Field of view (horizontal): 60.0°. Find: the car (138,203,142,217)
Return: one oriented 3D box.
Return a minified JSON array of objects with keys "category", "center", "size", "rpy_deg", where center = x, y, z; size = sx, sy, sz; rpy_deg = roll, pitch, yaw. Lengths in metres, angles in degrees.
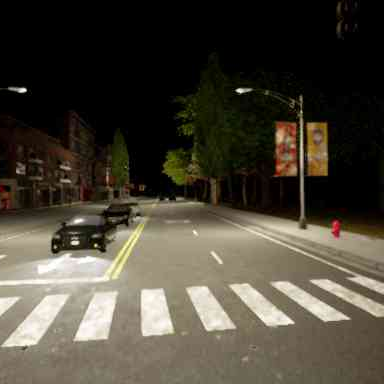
[{"category":"car","center":[-6.189,1.716,34.179],"size":[1.812,1.442,4.674],"rpy_deg":[-1,0,-5]}]

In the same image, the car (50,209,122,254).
[{"category":"car","center":[-4.345,1.641,13.904],"size":[1.994,1.385,4.181],"rpy_deg":[-1,0,-5]}]

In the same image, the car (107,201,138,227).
[{"category":"car","center":[-5.284,1.605,24.070],"size":[1.882,1.535,5.008],"rpy_deg":[-1,0,-5]}]
